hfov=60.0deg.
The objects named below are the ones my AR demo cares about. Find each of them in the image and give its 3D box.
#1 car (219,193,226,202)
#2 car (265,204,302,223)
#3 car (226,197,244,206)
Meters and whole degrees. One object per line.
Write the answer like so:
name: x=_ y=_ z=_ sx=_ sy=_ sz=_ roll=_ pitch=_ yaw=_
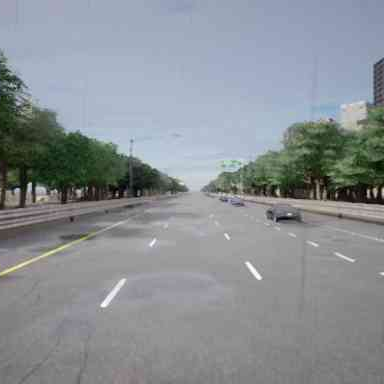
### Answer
car: x=7.343 y=1.580 z=77.832 sx=1.994 sy=1.385 sz=4.181 roll=0 pitch=0 yaw=1
car: x=7.042 y=1.580 z=25.984 sx=1.994 sy=1.385 sz=4.181 roll=0 pitch=0 yaw=0
car: x=7.165 y=1.576 z=53.687 sx=2.033 sy=1.411 sz=5.357 roll=0 pitch=0 yaw=0
